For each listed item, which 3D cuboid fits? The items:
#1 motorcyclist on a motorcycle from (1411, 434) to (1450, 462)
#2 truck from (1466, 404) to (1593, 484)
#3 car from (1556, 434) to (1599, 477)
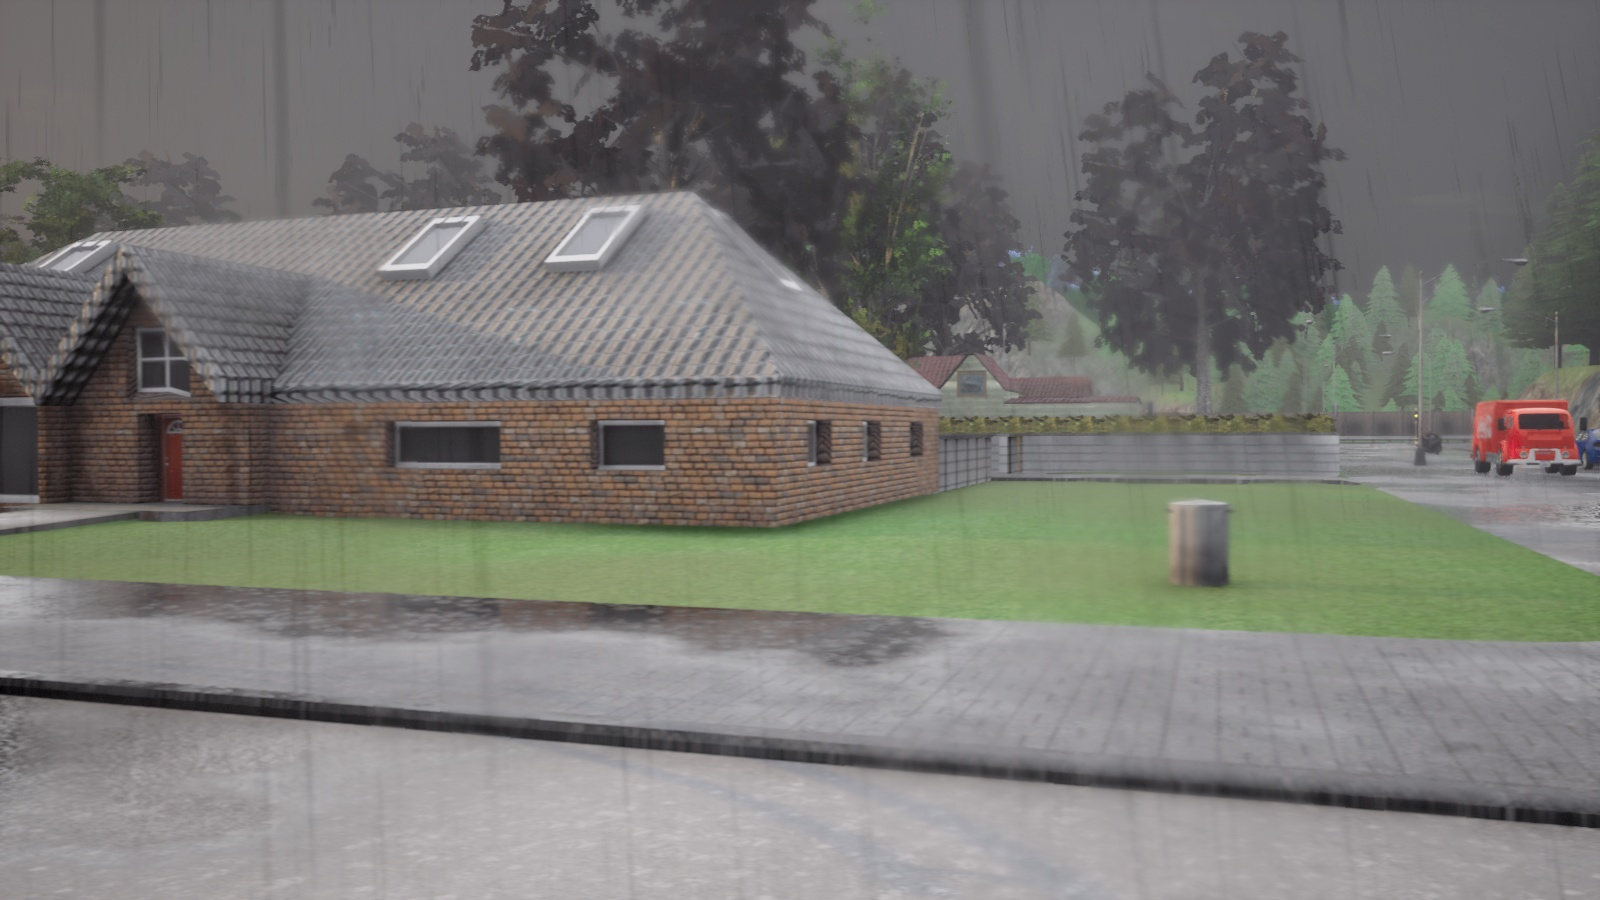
[{"bbox_3d":[35.465,-0.125,70.633,2.191,1.530,0.866,0,0,-30],"label":"motorcyclist on a motorcycle"},{"bbox_3d":[24.108,-0.232,41.755,2.627,2.467,5.204,1,1,19],"label":"truck"},{"bbox_3d":[30.221,0.167,47.375,1.882,1.535,5.008,1,1,19],"label":"car"}]
